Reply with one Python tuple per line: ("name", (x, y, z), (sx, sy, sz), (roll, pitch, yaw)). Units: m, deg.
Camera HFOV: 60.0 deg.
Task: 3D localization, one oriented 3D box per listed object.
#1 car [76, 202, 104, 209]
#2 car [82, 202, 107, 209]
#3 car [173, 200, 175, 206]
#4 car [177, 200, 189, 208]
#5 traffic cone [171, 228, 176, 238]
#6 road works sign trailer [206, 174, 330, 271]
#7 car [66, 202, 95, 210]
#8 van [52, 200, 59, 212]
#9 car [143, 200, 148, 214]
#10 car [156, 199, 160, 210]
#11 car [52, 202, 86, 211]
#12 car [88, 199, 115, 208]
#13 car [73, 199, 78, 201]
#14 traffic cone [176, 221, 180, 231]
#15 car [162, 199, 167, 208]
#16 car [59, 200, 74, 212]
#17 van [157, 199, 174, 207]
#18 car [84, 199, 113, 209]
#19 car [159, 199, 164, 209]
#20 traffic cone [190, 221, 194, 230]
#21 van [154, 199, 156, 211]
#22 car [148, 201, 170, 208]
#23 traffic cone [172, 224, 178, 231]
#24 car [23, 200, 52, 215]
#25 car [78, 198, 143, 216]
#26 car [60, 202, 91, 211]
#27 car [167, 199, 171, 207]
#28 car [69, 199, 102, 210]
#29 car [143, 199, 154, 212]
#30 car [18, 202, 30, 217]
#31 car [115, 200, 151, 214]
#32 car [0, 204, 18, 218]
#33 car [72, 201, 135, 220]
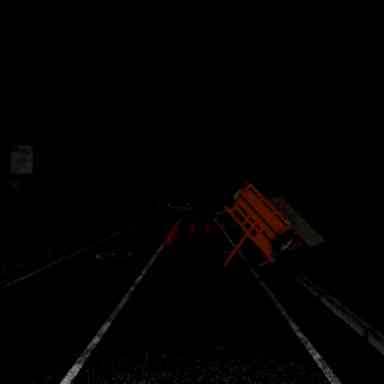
("car", (-20.752, 2.736, 67.898), (5.008, 1.535, 2.097), (0, -1, 1))
("car", (-20.713, 2.839, 70.557), (4.674, 1.452, 2.002), (0, -1, 1))
("car", (-7.380, 3.113, 84.689), (4.792, 1.488, 2.163), (0, -1, 1))
("car", (-1.838, 2.954, 80.494), (1.882, 1.535, 5.008), (0, -2, 1))
("traffic cone", (-1.078, 2.154, 15.863), (0.340, 0.580, 0.340), (0, -1, 1))
("road works sign trailer", (2.575, 1.184, 10.668), (3.560, 2.880, 2.380), (-4, 44, -43))
("car", (-20.875, 2.638, 62.330), (4.792, 1.488, 2.163), (0, -1, 1))
("van", (-21.234, 2.016, 45.630), (4.442, 1.987, 1.878), (0, -1, 1))
("car", (-8.139, 2.054, 39.858), (4.892, 1.521, 2.231), (0, -1, 1))
("car", (-7.939, 2.292, 51.067), (4.892, 1.521, 2.231), (0, -1, 1))
("car", (-20.929, 2.486, 56.762), (5.008, 1.535, 2.097), (0, -1, 1))
("car", (-20.600, 2.686, 76.130), (5.566, 2.045, 2.435), (0, -1, 1))
("car", (-20.794, 2.420, 53.974), (5.366, 1.575, 1.946), (0, -1, 1))
("traffic cone", (-1.009, 2.202, 19.862), (0.340, 0.580, 0.340), (0, -1, 1))
("car", (-7.840, 2.224, 59.480), (5.566, 2.045, 2.435), (0, -1, 1))
("car", (-21.022, 2.403, 51.192), (4.674, 1.452, 2.002), (0, -1, 1))
("van", (-7.205, 2.998, 90.298), (4.442, 1.987, 1.878), (0, -1, 1))
("car", (-20.641, 2.619, 73.470), (5.566, 2.045, 2.435), (0, -1, 1))
("car", (-7.849, 2.414, 56.672), (5.008, 1.535, 2.097), (0, -1, 1))
("traffic cone", (0.026, 2.220, 21.845), (0.340, 0.580, 0.340), (0, -1, 1))
("van", (-7.876, 2.003, 48.267), (4.442, 1.987, 1.878), (0, -1, 1))
("car", (-7.572, 2.902, 76.283), (4.792, 1.488, 2.163), (0, -1, 1))
("traffic cone", (-1.043, 2.178, 17.862), (0.340, 0.580, 0.340), (0, -1, 1))
("car", (-21.133, 2.058, 42.846), (4.553, 1.767, 2.185), (0, -1, 1))
("car", (-8.261, 1.699, 34.260), (5.566, 2.045, 2.435), (0, -1, 1))
("car", (-20.861, 2.576, 59.545), (4.792, 1.488, 2.163), (0, -1, 1))
("car", (-7.627, 2.732, 70.683), (5.008, 1.535, 2.097), (0, -1, 1))
("car", (-20.775, 2.419, 65.118), (5.566, 2.045, 2.435), (0, -1, 1))
("car", (-8.115, 1.859, 42.667), (5.566, 2.045, 2.435), (0, -1, 1))
("car", (-21.262, 2.114, 37.276), (4.674, 1.452, 2.002), (0, -1, 1))
("car", (-8.007, 2.043, 45.464), (4.553, 1.767, 2.185), (0, -1, 1))
("car", (-21.314, 2.024, 34.491), (5.008, 1.535, 2.097), (0, -1, 1))
("car", (-8.275, 1.905, 31.455), (4.892, 1.521, 2.231), (0, -1, 1))
